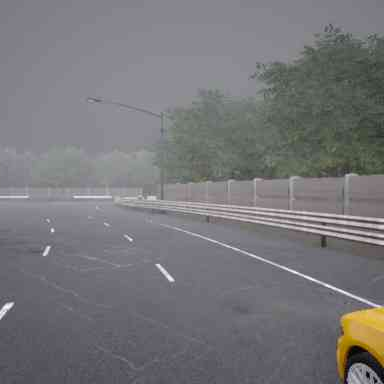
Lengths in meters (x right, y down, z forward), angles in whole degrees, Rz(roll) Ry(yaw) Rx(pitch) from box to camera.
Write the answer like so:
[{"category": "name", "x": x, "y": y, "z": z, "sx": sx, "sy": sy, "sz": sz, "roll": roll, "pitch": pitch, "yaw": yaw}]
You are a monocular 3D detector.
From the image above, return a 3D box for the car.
[{"category": "car", "x": 2.876, "y": 1.478, "z": 1.717, "sx": 1.882, "sy": 1.535, "sz": 5.008, "roll": 0, "pitch": 0, "yaw": -12}]
